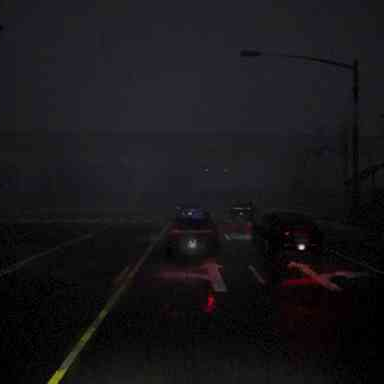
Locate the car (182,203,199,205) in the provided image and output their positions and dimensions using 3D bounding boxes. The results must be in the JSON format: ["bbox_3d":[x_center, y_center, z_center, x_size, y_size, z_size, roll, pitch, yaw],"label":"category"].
[{"bbox_3d":[-0.132,1.529,25.904,2.033,1.411,5.357,0,0,-3],"label":"car"}]

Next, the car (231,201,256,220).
[{"bbox_3d":[4.558,1.472,27.875,2.128,1.511,4.902,0,0,19],"label":"car"}]

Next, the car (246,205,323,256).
[{"bbox_3d":[3.539,1.497,13.087,1.837,1.490,4.892,0,0,1],"label":"car"}]

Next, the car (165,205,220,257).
[{"bbox_3d":[0.039,1.482,12.996,2.128,1.511,4.902,0,0,1],"label":"car"}]
